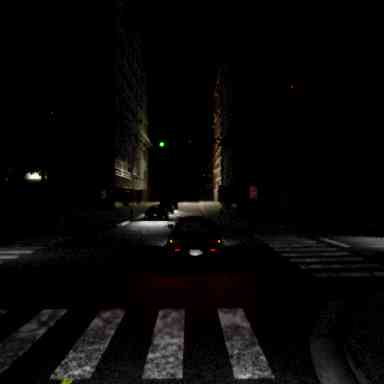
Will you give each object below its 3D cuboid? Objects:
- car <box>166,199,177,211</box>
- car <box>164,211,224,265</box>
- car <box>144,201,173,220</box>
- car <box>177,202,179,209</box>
[{"bbox_3d":[-3.107,1.811,40.107,1.837,1.490,4.892,0,0,0],"label":"car"},{"bbox_3d":[0.091,1.620,12.018,1.812,1.442,4.674,0,0,0],"label":"car"},{"bbox_3d":[-3.118,1.796,30.153,1.994,1.385,4.181,0,0,0],"label":"car"},{"bbox_3d":[-3.039,1.871,50.195,2.128,1.511,4.902,0,0,0],"label":"car"}]
